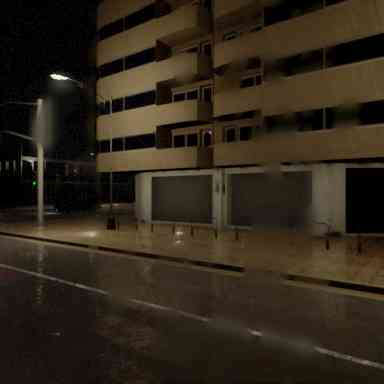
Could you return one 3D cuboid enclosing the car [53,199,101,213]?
[{"bbox_3d":[-12.963,1.545,37.900,2.033,1.411,5.357,0,0,37],"label":"car"}]
